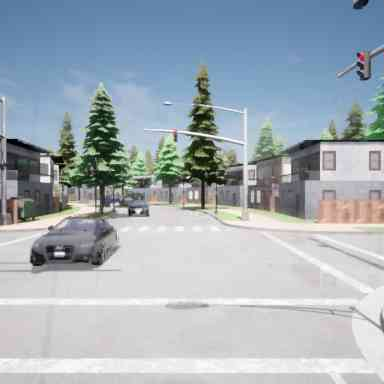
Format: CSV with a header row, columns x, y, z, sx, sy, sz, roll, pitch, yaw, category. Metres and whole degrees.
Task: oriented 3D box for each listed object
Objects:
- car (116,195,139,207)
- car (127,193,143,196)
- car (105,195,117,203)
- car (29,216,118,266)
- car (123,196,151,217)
x,y,z,sx,sy,sz,roll,pitch,yaw,category
-9.189,1.491,47.832,1.812,1.442,4.674,0,0,-23,car
-10.414,1.187,58.481,2.150,2.045,5.566,0,0,-36,car
-16.533,1.317,66.822,2.097,1.767,4.553,0,0,-45,car
-3.798,1.550,11.346,1.994,1.385,4.181,0,0,-2,car
-4.860,1.454,30.706,2.128,1.511,4.902,0,0,-7,car
